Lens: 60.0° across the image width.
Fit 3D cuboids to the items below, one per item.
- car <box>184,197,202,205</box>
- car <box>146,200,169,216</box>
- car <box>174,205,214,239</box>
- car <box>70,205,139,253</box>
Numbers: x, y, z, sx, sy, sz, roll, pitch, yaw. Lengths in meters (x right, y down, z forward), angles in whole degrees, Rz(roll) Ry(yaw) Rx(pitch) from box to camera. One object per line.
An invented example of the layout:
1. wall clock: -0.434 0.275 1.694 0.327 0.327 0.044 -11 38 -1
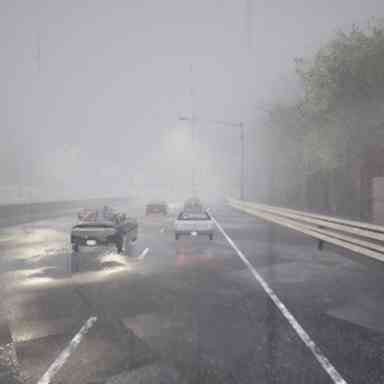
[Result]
1. car: 0.091 1.364 40.250 2.097 1.767 4.553 0 0 0
2. car: -3.402 1.483 33.147 1.882 1.535 5.008 0 0 0
3. car: 0.099 1.599 17.386 1.895 1.301 4.718 0 0 0
4. car: -3.401 1.489 13.668 2.128 1.511 4.902 0 0 0
